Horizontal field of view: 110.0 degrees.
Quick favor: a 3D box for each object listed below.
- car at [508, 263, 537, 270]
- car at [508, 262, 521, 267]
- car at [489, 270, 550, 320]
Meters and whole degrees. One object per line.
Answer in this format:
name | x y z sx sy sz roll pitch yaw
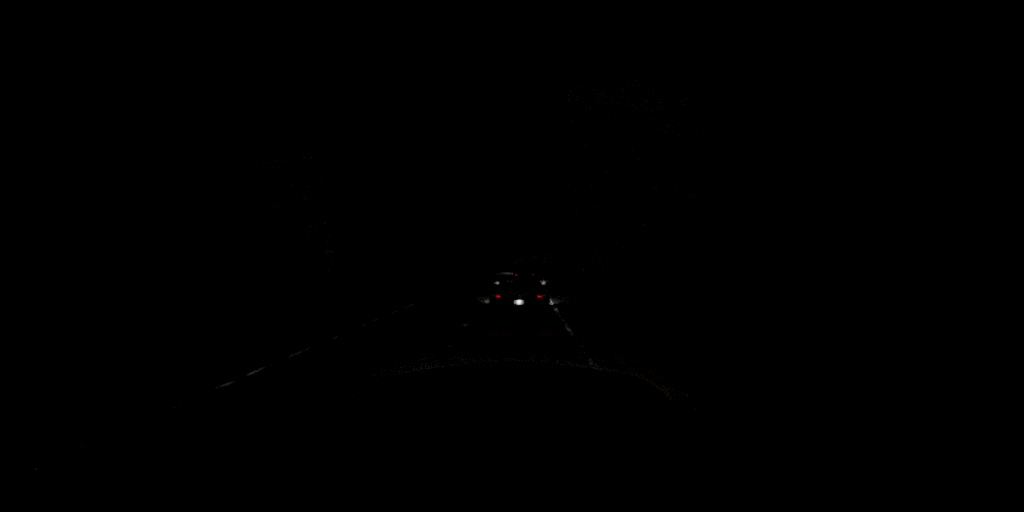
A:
car | 1.089 1.493 28.038 1.994 1.385 4.181 0 0 5
car | 0.572 1.564 52.420 1.882 1.535 5.008 0 -1 8
car | 0.291 1.391 12.972 1.994 1.385 4.181 0 0 2
